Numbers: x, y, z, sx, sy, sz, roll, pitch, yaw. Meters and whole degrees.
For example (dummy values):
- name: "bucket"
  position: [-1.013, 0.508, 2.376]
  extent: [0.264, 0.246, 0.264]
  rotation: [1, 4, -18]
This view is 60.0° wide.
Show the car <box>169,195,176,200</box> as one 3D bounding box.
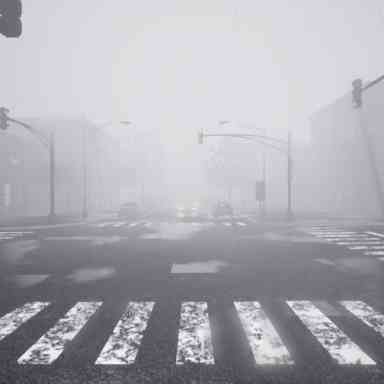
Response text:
- name: "car"
  position: [-5.331, 1.562, 91.424]
  extent: [1.802, 1.307, 4.206]
  rotation: [0, 0, 0]

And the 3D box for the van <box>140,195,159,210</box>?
- name: "van"
  position: [-5.530, 1.333, 41.508]
  extent: [1.690, 1.788, 3.998]
  rotation: [0, 0, 0]

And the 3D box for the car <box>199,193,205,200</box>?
- name: "car"
  position: [2.984, 1.550, 74.752]
  extent: [1.947, 1.339, 4.313]
  rotation: [-1, 0, 0]

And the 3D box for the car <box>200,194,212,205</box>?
- name: "car"
  position: [2.918, 1.539, 58.114]
  extent: [2.008, 1.369, 4.403]
  rotation: [-1, 0, 0]

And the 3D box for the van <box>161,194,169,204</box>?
- name: "van"
  position: [-5.465, 1.329, 58.147]
  extent: [1.690, 1.788, 3.998]
  rotation: [0, 0, 0]

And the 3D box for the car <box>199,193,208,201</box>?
- name: "car"
  position: [3.026, 1.296, 85.845]
  extent: [2.192, 1.841, 5.009]
  rotation: [-1, 0, 0]

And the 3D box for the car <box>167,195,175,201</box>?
- name: "car"
  position: [-5.352, 1.526, 85.879]
  extent: [1.887, 1.381, 4.507]
  rotation: [0, 0, 0]

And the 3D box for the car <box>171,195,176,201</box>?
- name: "car"
  position: [-5.375, 1.549, 80.332]
  extent: [1.947, 1.339, 4.313]
  rotation: [0, 0, 0]

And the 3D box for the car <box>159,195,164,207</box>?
- name: "car"
  position: [-5.507, 1.536, 47.055]
  extent: [1.887, 1.381, 4.507]
  rotation: [0, 0, 0]

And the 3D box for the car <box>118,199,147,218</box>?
- name: "car"
  position: [-5.572, 1.577, 30.416]
  extent: [1.802, 1.307, 4.206]
  rotation: [0, 0, 0]

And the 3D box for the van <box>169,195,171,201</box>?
- name: "van"
  position: [-5.442, 1.328, 63.693]
  extent: [1.690, 1.788, 3.998]
  rotation: [0, 0, 0]

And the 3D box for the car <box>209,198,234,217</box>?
- name: "car"
  position: [2.808, 1.520, 30.552]
  extent: [1.752, 1.417, 4.829]
  rotation: [-1, 0, 0]
